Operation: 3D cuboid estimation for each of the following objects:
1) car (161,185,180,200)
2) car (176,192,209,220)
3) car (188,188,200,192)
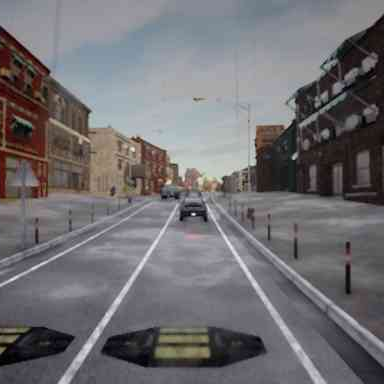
[{"bbox_3d":[-2.816,0.033,44.525,2.150,2.045,5.566,0,1,3],"label":"car"},{"bbox_3d":[0.100,1.058,23.418,1.837,1.490,4.892,0,2,0],"label":"car"},{"bbox_3d":[0.261,0.304,41.620,2.033,1.649,4.856,0,2,2],"label":"car"}]
